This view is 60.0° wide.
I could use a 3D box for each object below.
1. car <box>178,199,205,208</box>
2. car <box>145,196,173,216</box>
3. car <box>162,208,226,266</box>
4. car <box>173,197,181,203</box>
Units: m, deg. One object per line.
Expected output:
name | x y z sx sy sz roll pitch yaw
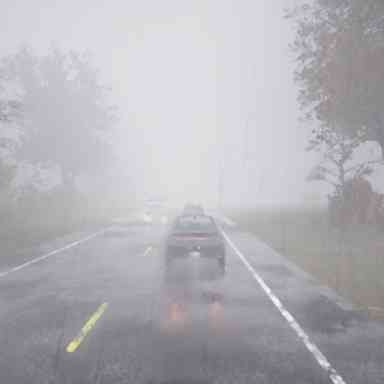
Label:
car | 0.103 1.645 30.295 2.128 1.511 4.902 0 0 0
car | -3.588 1.404 35.288 2.150 2.045 5.566 0 0 0
car | 0.095 1.543 11.731 2.128 1.511 4.902 0 0 0
car | -3.483 1.937 76.922 1.994 1.385 4.181 0 -1 0
